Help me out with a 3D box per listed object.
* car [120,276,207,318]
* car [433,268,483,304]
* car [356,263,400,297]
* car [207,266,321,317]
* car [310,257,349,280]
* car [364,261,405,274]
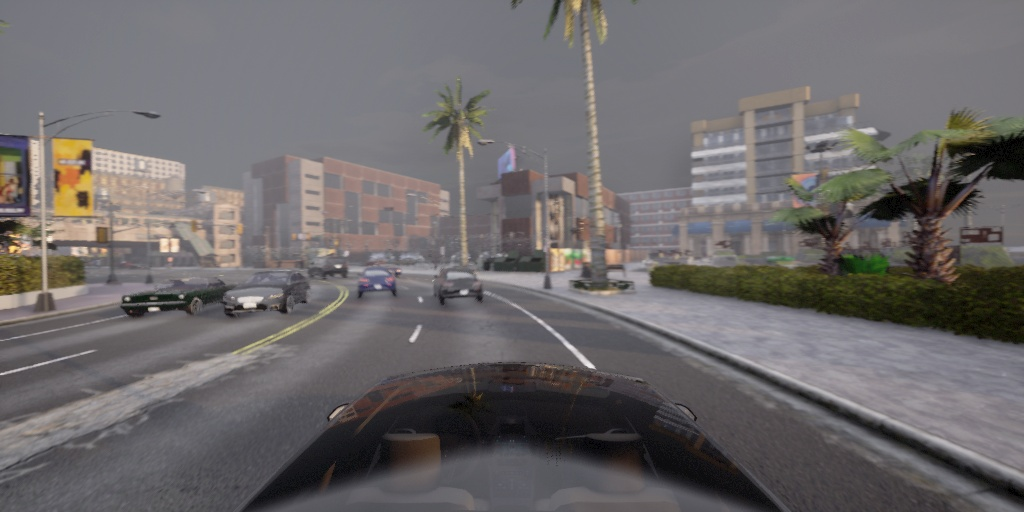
[{"bbox_3d":[-12.878,1.506,14.229,1.895,1.301,4.718,-1,0,-20],"label":"car"},{"bbox_3d":[-2.516,1.255,16.295,1.812,1.442,4.674,-1,0,-16],"label":"car"},{"bbox_3d":[-7.364,1.320,19.475,1.812,1.442,4.674,-1,0,-22],"label":"car"},{"bbox_3d":[-9.247,1.339,13.944,2.128,1.511,4.902,-1,0,-18],"label":"car"},{"bbox_3d":[-17.555,1.117,34.201,5.566,2.045,2.150,-1,0,45],"label":"car"},{"bbox_3d":[-12.207,1.413,33.697,1.895,1.301,4.718,-1,0,-41],"label":"car"}]
